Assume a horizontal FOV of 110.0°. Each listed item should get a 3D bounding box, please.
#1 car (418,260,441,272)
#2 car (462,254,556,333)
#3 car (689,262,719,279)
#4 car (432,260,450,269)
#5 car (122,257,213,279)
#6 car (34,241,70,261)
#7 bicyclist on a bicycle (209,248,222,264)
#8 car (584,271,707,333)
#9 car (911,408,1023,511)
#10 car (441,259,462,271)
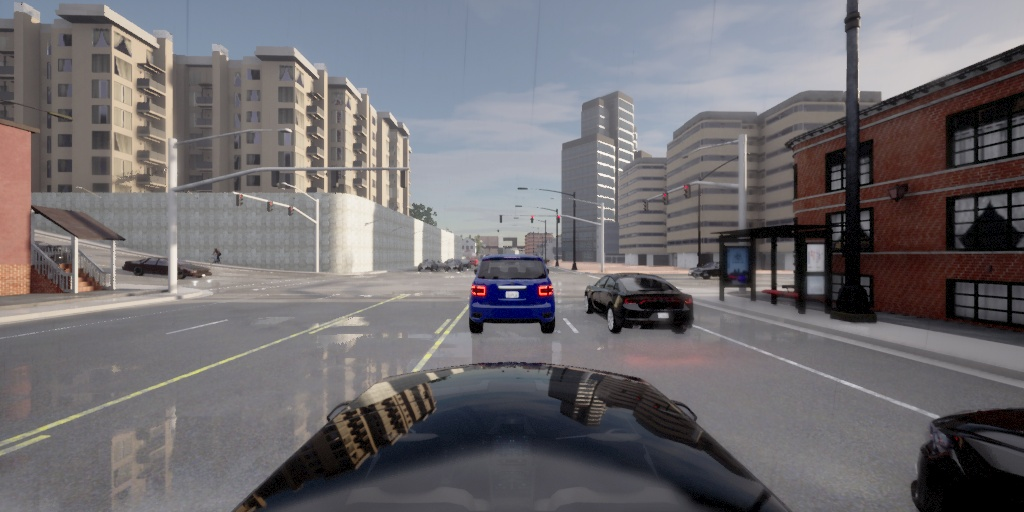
[{"bbox_3d":[-11.004,1.239,47.215,2.128,1.511,4.902,0,0,0],"label":"car"},{"bbox_3d":[-0.005,0.971,10.843,2.150,2.045,5.566,0,0,0],"label":"car"},{"bbox_3d":[17.849,1.240,30.970,4.902,1.511,2.128,0,0,-1],"label":"car"},{"bbox_3d":[-11.088,1.348,56.479,1.895,1.301,4.718,0,0,0],"label":"car"},{"bbox_3d":[-25.624,0.836,26.730,5.357,1.411,2.033,5,0,-1],"label":"car"},{"bbox_3d":[-35.474,-0.393,26.611,4.181,1.385,1.994,10,0,-1],"label":"car"},{"bbox_3d":[-31.062,0.027,37.674,0.582,1.620,1.656,6,0,0],"label":"bicyclist on a bicycle"},{"bbox_3d":[3.496,1.227,10.782,1.882,1.535,5.008,0,0,0],"label":"car"},{"bbox_3d":[3.608,1.240,0.334,2.128,1.511,4.902,0,0,0],"label":"car"},{"bbox_3d":[-7.507,1.239,47.317,2.128,1.511,4.902,0,0,0],"label":"car"}]
